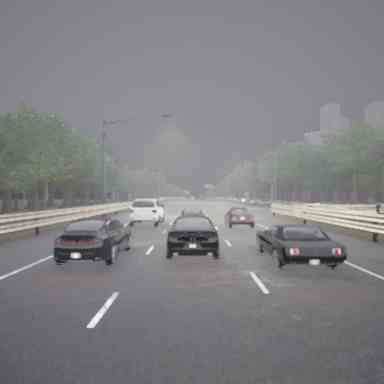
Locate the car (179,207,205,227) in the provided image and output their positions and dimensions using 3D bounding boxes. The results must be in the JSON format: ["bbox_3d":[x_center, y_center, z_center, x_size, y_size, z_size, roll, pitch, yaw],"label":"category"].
[{"bbox_3d":[0.028,1.945,26.746,1.895,1.301,4.718,0,-1,0],"label":"car"}]

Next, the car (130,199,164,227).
[{"bbox_3d":[-3.479,1.561,26.232,2.150,2.045,5.566,0,0,0],"label":"car"}]

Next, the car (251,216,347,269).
[{"bbox_3d":[3.534,1.758,11.755,1.895,1.301,4.718,0,-1,0],"label":"car"}]

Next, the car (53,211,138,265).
[{"bbox_3d":[-3.462,1.671,12.371,1.837,1.490,4.892,0,0,0],"label":"car"}]

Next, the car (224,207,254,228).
[{"bbox_3d":[3.513,1.874,25.172,2.033,1.411,5.357,0,-1,0],"label":"car"}]

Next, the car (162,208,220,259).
[{"bbox_3d":[0.047,1.658,13.492,1.882,1.535,5.008,0,0,0],"label":"car"}]
